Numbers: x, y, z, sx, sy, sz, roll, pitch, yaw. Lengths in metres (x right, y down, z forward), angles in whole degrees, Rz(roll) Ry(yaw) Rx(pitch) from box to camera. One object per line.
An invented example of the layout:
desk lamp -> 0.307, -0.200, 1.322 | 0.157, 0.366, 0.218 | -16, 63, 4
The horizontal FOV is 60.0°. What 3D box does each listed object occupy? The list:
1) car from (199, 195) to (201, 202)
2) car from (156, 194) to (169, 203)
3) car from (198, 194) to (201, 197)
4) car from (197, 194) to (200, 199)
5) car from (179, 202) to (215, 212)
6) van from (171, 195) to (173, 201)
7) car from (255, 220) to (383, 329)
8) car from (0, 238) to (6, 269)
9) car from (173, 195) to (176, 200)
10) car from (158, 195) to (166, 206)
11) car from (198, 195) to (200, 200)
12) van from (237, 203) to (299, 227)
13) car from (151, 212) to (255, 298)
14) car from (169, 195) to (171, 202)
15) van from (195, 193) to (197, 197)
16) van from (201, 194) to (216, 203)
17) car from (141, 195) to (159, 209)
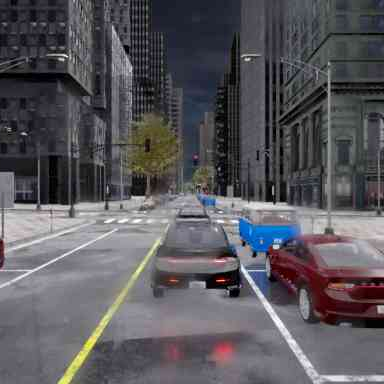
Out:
car -> 2.648, 1.596, 55.914 | 1.947, 1.339, 4.313 | 0, 0, 0
car -> -5.887, 1.351, 60.954 | 2.192, 1.841, 5.009 | 0, 0, 0
car -> 2.625, 1.625, 66.741 | 1.802, 1.307, 4.206 | 0, 0, 0
car -> 2.614, 1.600, 72.153 | 2.008, 1.369, 4.403 | 0, 0, 0
car -> 0.048, 1.495, 17.913 | 2.128, 1.511, 4.902 | 0, 0, 1
van -> -5.920, 1.397, 76.821 | 1.690, 1.788, 3.998 | 0, 0, 0
car -> 2.764, 1.545, 6.991 | 1.887, 1.381, 4.507 | 0, 0, 0
car -> -5.791, 1.545, 6.992 | 1.887, 1.381, 4.507 | 0, 0, 0
car -> -5.943, 1.637, 87.398 | 1.947, 1.339, 4.313 | 0, 0, 0
car -> -5.876, 1.575, 55.665 | 1.887, 1.381, 4.507 | 0, 0, 0
car -> 2.637, 1.581, 61.327 | 1.887, 1.381, 4.507 | 0, 0, 0
van -> 2.754, 1.343, 12.516 | 1.690, 1.788, 3.998 | 0, 0, 0
car -> 0.083, 1.493, 8.527 | 2.128, 1.511, 4.902 | 0, 0, 0
car -> -5.899, 1.593, 66.243 | 2.008, 1.369, 4.403 | 0, 0, 0
van -> 2.569, 1.423, 93.807 | 1.690, 1.788, 3.998 | 0, 0, 0
van -> 2.660, 1.366, 50.501 | 1.690, 1.788, 3.998 | 0, 0, 0
car -> -5.860, 1.546, 44.915 | 1.752, 1.417, 4.829 | 0, 0, 0
